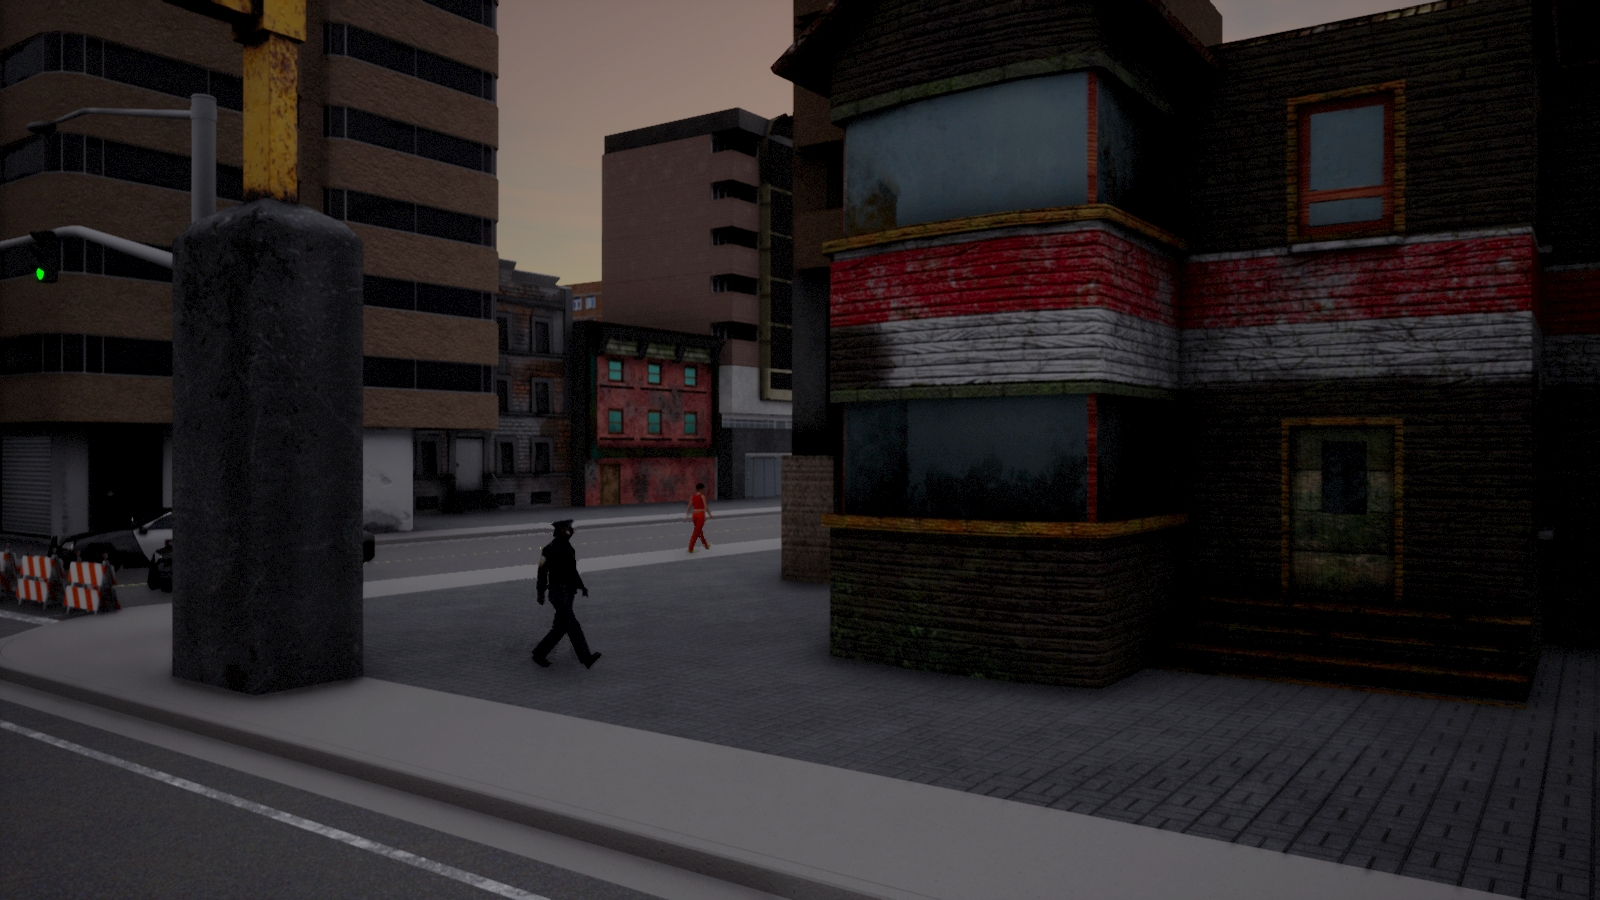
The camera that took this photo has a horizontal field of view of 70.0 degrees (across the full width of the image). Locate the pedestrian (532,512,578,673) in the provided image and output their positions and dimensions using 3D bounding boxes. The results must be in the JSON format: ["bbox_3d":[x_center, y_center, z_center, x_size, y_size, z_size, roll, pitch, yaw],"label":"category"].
[{"bbox_3d":[-2.942,1.693,13.722,0.375,1.860,0.375,0,0,29],"label":"pedestrian"}]

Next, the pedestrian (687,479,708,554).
[{"bbox_3d":[-2.615,1.684,29.086,0.375,1.860,0.375,0,0,34],"label":"pedestrian"}]
